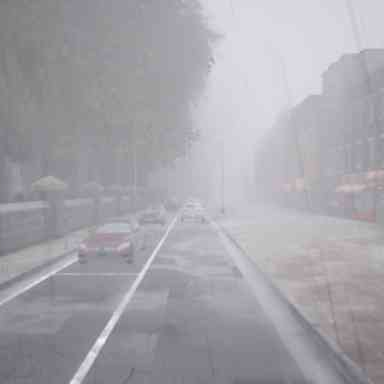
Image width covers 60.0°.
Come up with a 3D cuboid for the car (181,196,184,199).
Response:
[{"bbox_3d":[-2.641,1.676,51.604,2.008,1.369,4.403,-1,0,0],"label":"car"}]

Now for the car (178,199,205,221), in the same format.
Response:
[{"bbox_3d":[0.070,1.569,27.186,1.812,1.442,4.674,0,0,0],"label":"car"}]

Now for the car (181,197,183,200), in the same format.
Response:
[{"bbox_3d":[-2.641,1.648,45.915,1.887,1.381,4.507,0,0,0],"label":"car"}]

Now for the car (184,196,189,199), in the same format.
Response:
[{"bbox_3d":[0.092,1.623,44.243,1.812,1.442,4.674,0,0,0],"label":"car"}]

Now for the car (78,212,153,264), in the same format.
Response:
[{"bbox_3d":[-2.641,1.594,11.784,1.802,1.307,4.206,0,0,0],"label":"car"}]

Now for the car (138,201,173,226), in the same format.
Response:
[{"bbox_3d":[-2.641,1.584,23.161,2.008,1.369,4.403,0,0,0],"label":"car"}]

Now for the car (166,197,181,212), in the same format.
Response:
[{"bbox_3d":[-2.641,1.628,40.227,1.887,1.381,4.507,0,0,0],"label":"car"}]
